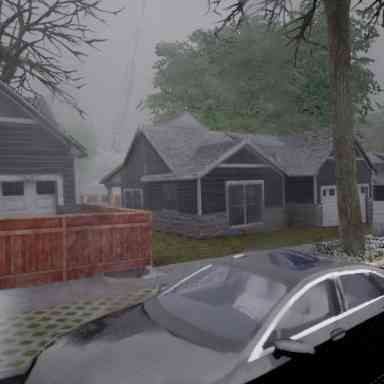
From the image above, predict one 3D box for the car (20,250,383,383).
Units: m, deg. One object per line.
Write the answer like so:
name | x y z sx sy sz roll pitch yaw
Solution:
car | 0.806 1.489 3.653 4.902 1.511 2.128 0 0 -36
